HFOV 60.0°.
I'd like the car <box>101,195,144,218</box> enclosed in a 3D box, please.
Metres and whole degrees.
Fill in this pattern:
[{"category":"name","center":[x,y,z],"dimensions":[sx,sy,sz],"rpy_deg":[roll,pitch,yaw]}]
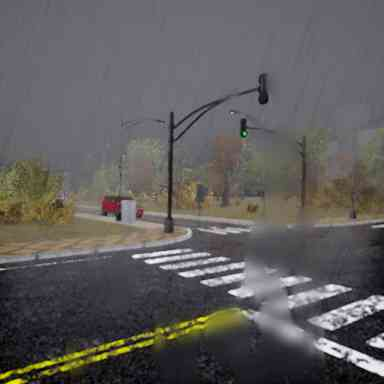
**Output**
[{"category":"car","center":[-6.454,1.302,30.346],"dimensions":[2.150,2.045,5.566],"rpy_deg":[2,-1,-36]}]
